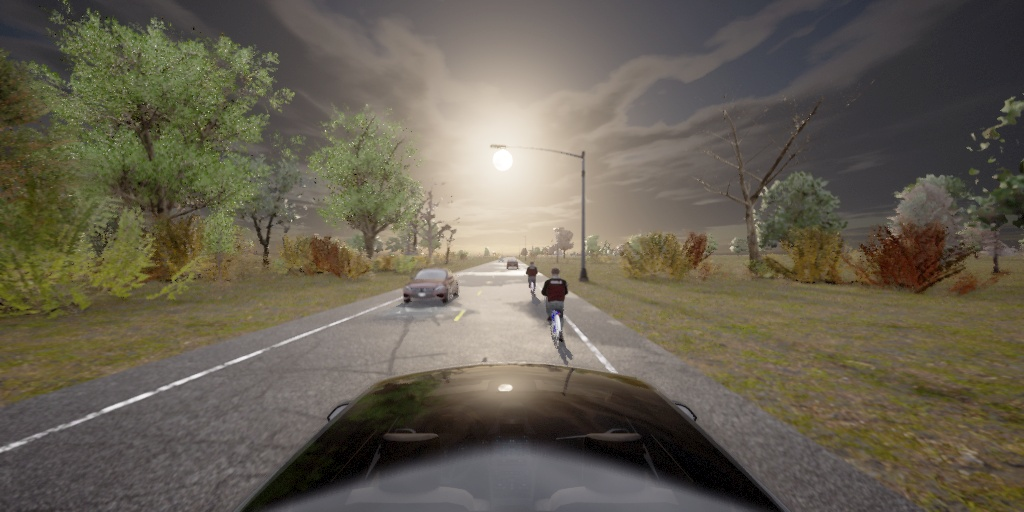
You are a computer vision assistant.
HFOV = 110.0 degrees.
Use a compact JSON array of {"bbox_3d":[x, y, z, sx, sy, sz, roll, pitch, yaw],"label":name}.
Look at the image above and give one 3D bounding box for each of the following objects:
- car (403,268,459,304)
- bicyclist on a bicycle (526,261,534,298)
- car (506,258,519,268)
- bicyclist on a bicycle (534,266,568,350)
[{"bbox_3d":[-3.589,1.275,16.588,1.812,1.442,4.674,0,0,0],"label":"car"},{"bbox_3d":[0.961,1.120,17.365,0.659,1.776,1.843,0,0,0],"label":"bicyclist on a bicycle"},{"bbox_3d":[0.094,1.214,59.468,1.882,1.535,5.008,0,0,0],"label":"car"},{"bbox_3d":[0.962,1.120,8.156,0.659,1.776,1.843,0,0,0],"label":"bicyclist on a bicycle"}]
